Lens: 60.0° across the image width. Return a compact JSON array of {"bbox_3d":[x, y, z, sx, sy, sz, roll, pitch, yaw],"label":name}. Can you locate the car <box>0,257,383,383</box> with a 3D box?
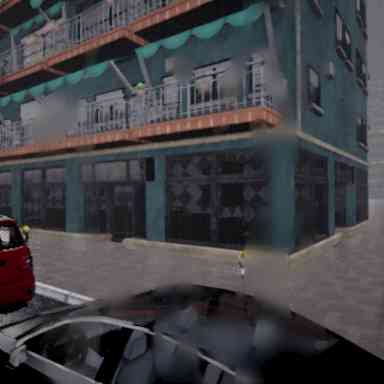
[{"bbox_3d":[-0.363,1.559,2.989,4.313,1.339,1.947,0,-1,35],"label":"car"}]

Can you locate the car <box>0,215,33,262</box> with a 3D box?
[{"bbox_3d":[-4.973,1.289,6.272,5.009,1.841,2.192,0,-1,35],"label":"car"}]
